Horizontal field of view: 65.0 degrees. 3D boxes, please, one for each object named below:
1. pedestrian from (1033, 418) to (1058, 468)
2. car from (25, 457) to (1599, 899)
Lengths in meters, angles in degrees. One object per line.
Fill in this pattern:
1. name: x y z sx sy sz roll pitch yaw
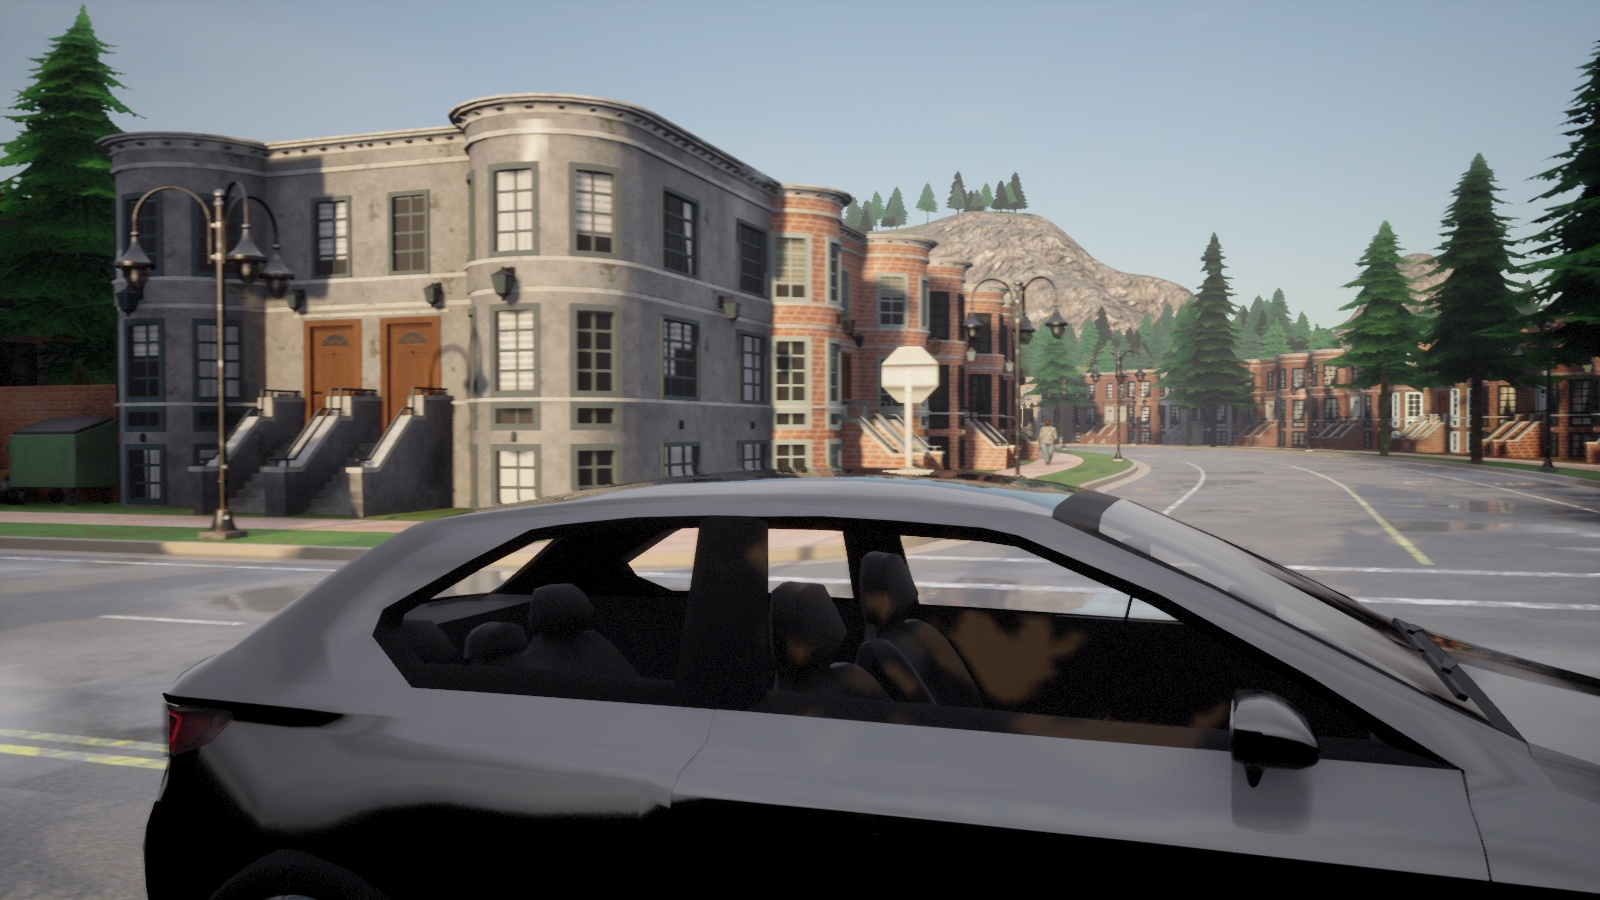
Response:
1. pedestrian: 9.202 -0.264 47.065 0.874 1.855 0.900 0 1 14
2. car: 0.542 0.794 3.011 4.193 1.474 1.816 1 1 19
